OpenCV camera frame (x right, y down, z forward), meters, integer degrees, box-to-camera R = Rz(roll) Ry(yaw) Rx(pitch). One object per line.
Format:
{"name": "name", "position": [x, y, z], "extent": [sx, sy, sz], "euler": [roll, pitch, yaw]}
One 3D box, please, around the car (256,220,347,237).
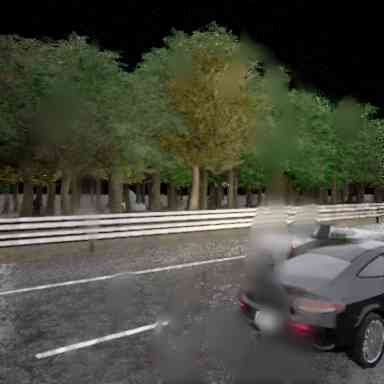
{"name": "car", "position": [4.352, 1.587, 10.959], "extent": [4.718, 1.301, 1.895], "euler": [0, 0, -34]}

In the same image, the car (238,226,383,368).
{"name": "car", "position": [2.856, 1.519, 5.693], "extent": [4.674, 1.442, 1.812], "euler": [0, 0, -35]}
